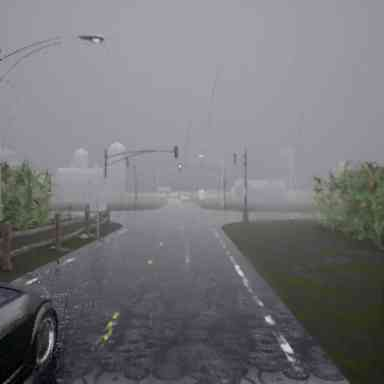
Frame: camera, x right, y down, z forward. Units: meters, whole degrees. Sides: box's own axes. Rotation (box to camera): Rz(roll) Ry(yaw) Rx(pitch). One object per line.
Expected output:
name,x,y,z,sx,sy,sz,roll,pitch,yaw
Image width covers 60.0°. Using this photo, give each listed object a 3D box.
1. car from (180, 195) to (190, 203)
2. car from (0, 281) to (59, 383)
car,-1.586,2.069,87.609,1.812,1.442,4.674,0,0,-3
car,-2.843,1.580,2.939,1.994,1.385,4.181,0,0,0
